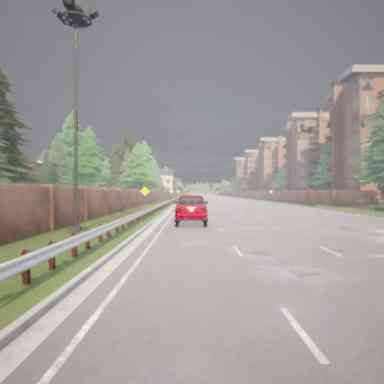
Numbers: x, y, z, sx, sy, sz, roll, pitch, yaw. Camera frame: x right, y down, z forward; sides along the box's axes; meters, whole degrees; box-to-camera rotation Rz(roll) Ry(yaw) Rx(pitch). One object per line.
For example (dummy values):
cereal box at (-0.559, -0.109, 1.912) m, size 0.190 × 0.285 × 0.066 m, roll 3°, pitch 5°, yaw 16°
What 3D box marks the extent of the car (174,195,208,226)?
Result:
car at (-0.061, 1.219, 23.208) m, size 2.150 × 2.045 × 5.566 m, roll 0°, pitch 0°, yaw 0°
